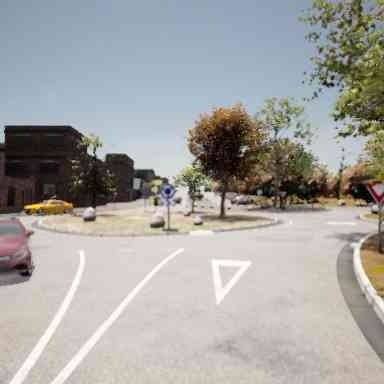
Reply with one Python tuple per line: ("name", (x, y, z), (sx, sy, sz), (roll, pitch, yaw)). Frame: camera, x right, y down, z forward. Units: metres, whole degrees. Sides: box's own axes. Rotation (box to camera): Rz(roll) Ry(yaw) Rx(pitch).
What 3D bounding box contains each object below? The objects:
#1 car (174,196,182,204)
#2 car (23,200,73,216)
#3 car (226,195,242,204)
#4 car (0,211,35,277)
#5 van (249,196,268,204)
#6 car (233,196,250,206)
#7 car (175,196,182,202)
("car", (-3.420, 1.965, 74.838), (1.837, 1.490, 4.892), (0, 0, -1))
("car", (-14.175, 1.551, 32.988), (1.882, 1.535, 5.008), (-2, -2, 28))
("car", (10.282, 2.199, 80.475), (2.128, 1.511, 4.902), (0, 1, -1))
("car", (-5.834, 1.541, 10.017), (1.812, 1.442, 4.674), (0, 1, -25))
("van", (15.303, 1.979, 77.121), (4.442, 1.987, 1.878), (0, 1, -1))
("car", (10.458, 2.237, 70.437), (1.837, 1.490, 4.892), (0, -1, -1))
("car", (-3.657, 2.002, 91.097), (1.837, 1.490, 4.892), (0, 0, -1))
